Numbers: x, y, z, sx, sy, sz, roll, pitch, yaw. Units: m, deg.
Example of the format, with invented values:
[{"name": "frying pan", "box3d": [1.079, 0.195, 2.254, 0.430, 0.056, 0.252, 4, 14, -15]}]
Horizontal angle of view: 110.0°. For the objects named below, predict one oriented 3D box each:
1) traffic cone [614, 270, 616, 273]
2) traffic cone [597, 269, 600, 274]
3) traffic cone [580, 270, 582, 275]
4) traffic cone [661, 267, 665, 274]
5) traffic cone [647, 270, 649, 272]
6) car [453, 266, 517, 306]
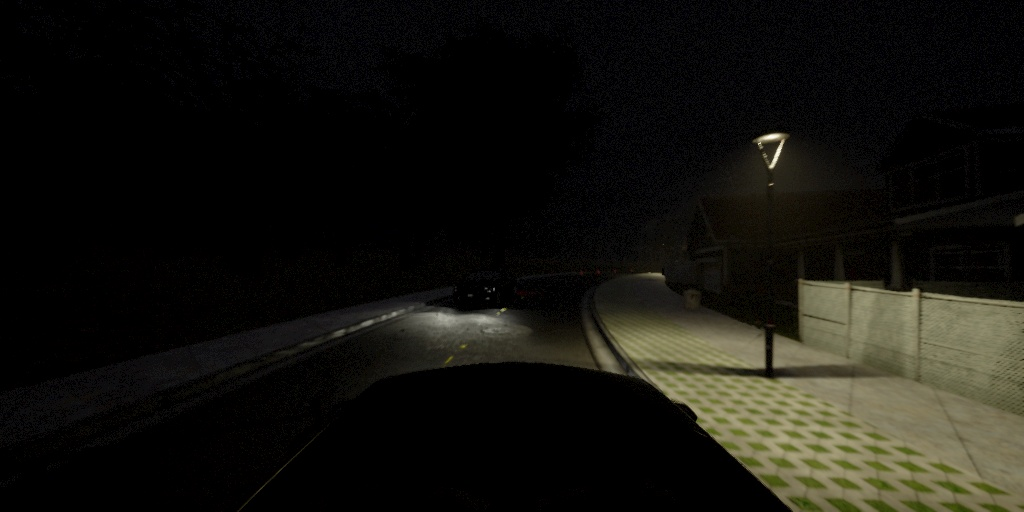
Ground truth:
[{"name": "traffic cone", "box3d": [14.159, 2.022, 49.316, 0.340, 0.580, 0.340, 0, 0, 41]}, {"name": "traffic cone", "box3d": [10.905, 1.944, 45.296, 0.340, 0.580, 0.340, 0, 0, 37]}, {"name": "traffic cone", "box3d": [7.941, 1.878, 41.056, 0.340, 0.580, 0.340, 0, 0, 34]}, {"name": "traffic cone", "box3d": [25.387, 2.330, 59.858, 0.340, 0.580, 0.340, 0, 0, -39]}, {"name": "traffic cone", "box3d": [21.473, 2.215, 56.624, 0.340, 0.580, 0.340, 0, 0, -41]}, {"name": "car", "box3d": [-1.062, 1.259, 16.273, 1.882, 1.535, 5.008, 0, 0, 13]}]
